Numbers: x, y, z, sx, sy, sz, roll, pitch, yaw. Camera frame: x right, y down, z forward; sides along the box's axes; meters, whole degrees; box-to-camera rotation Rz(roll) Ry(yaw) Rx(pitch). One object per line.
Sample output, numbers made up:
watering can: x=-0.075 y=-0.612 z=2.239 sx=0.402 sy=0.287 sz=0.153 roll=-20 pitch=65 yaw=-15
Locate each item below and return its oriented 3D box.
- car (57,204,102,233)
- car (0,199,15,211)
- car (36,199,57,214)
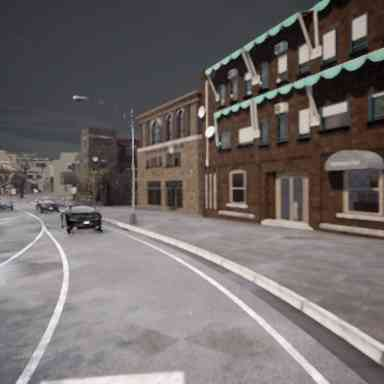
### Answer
car: x=-6.727 y=1.481 z=19.989 sx=1.882 sy=1.535 sz=5.008 roll=-1 pitch=1 yaw=-26
car: x=-23.483 y=1.597 z=41.773 sx=1.812 sy=1.442 sz=4.674 roll=-1 pitch=1 yaw=-32
car: x=-15.718 y=1.520 z=36.198 sx=1.812 sy=1.442 sz=4.674 roll=-1 pitch=1 yaw=-31
